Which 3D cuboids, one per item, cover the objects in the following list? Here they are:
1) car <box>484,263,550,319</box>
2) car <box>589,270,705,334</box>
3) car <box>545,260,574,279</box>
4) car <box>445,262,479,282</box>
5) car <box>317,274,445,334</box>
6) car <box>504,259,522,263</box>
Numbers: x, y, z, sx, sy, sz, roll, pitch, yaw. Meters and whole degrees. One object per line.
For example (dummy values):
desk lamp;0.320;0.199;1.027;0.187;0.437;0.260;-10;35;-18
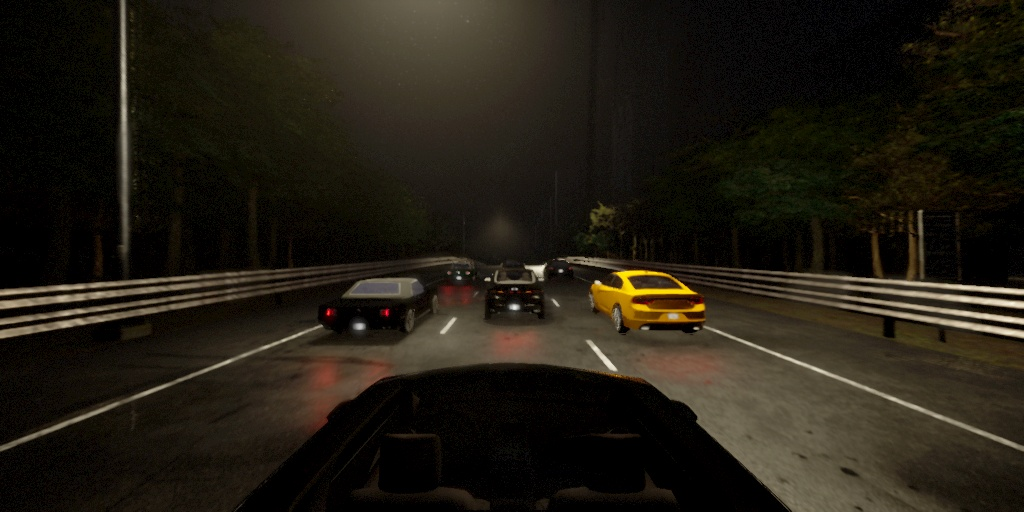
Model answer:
car;0.086;1.156;12.384;1.837;1.490;4.892;0;1;0
car;3.579;1.149;10.414;1.882;1.535;5.008;0;1;0
car;3.591;1.021;28.136;1.994;1.385;4.181;0;1;0
car;-3.417;1.095;25.310;1.895;1.301;4.718;0;1;0
car;-3.420;1.274;10.273;1.895;1.301;4.718;0;1;0
car;0.085;0.978;28.442;1.812;1.442;4.674;0;1;0
